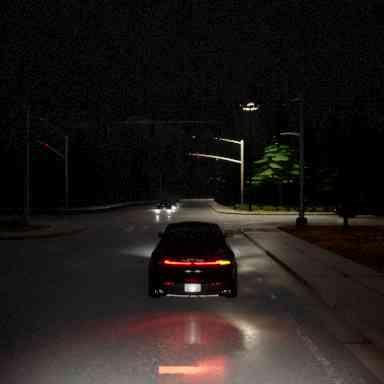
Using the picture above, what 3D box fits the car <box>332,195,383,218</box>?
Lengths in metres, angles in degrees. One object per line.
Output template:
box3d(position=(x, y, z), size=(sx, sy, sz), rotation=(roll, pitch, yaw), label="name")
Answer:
box3d(position=(15.541, 1.248, 29.668), size=(5.566, 2.045, 2.150), rotation=(0, 0, 1), label="car")

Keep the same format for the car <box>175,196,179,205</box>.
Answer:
box3d(position=(-3.685, 1.601, 55.394), size=(1.895, 1.301, 4.718), rotation=(0, 0, 0), label="car")

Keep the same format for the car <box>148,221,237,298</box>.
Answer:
box3d(position=(0.031, 1.501, 8.519), size=(1.837, 1.490, 4.892), rotation=(0, 0, 0), label="car")

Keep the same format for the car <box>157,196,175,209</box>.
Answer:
box3d(position=(-3.685, 1.505, 45.144), size=(1.837, 1.490, 4.892), rotation=(0, 0, 0), label="car")
